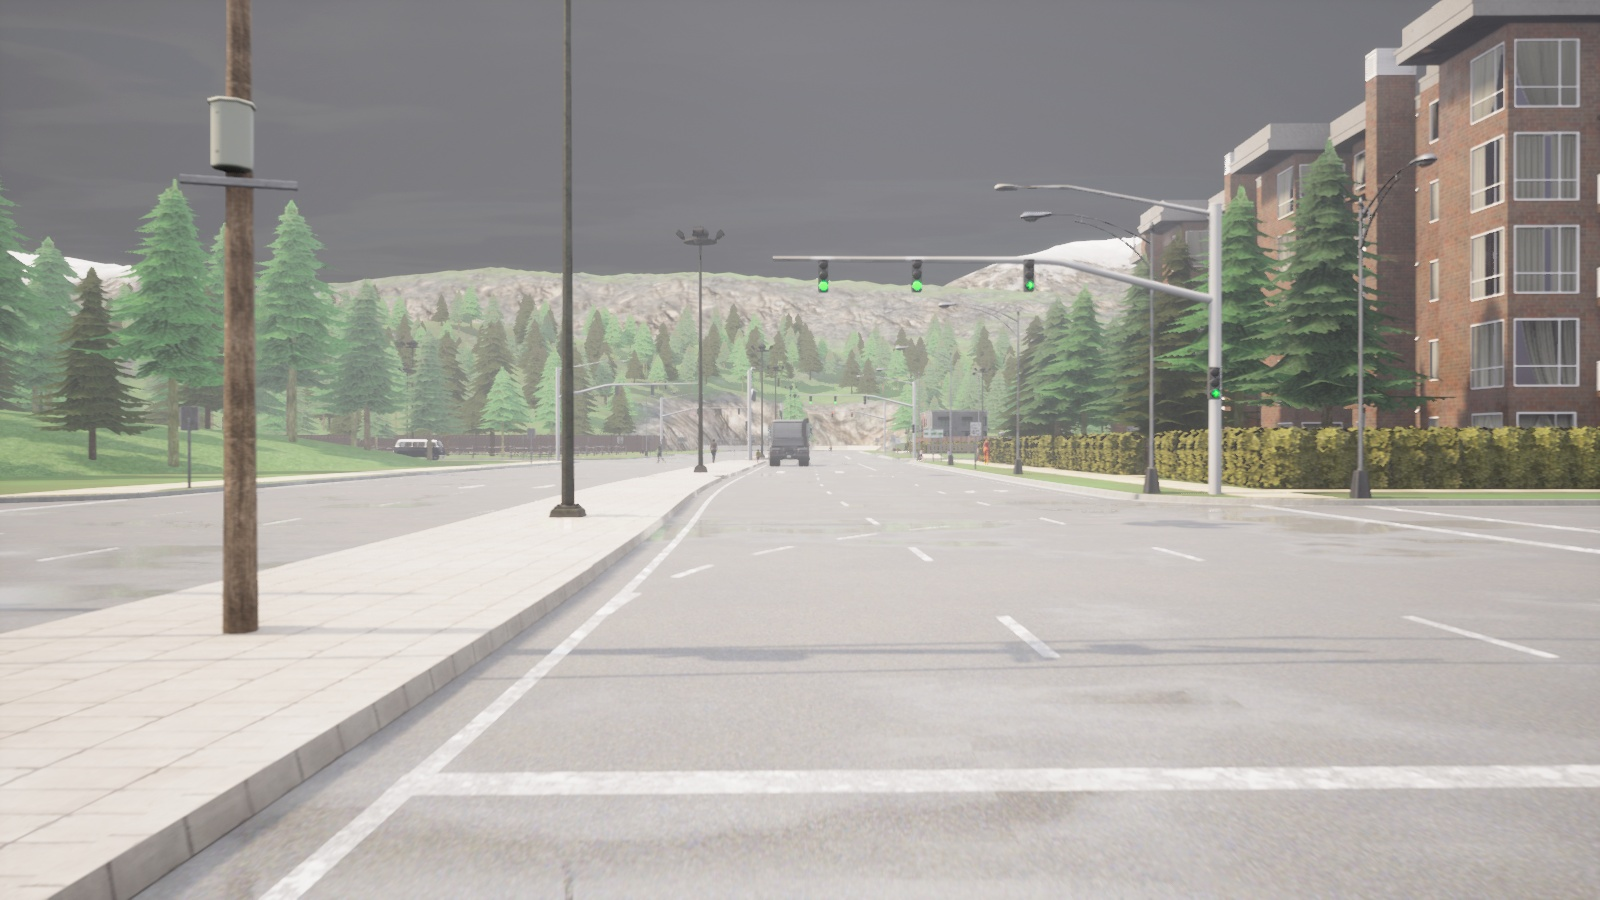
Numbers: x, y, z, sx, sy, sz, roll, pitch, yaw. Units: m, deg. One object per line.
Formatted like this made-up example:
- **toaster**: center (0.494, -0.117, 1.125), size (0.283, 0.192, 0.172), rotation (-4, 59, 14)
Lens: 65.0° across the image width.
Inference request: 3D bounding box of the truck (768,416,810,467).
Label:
- **truck**: center (-0.723, -0.608, 90.695), size (2.891, 3.462, 7.936), rotation (0, 0, 0)
